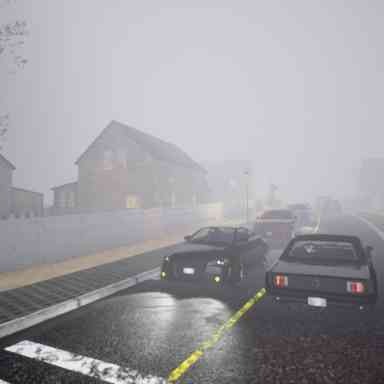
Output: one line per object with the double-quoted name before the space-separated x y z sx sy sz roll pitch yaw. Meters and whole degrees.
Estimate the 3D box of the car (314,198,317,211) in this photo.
"car" 18.267 1.553 46.158 2.150 2.045 5.566 -1 -1 16

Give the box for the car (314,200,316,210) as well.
"car" 12.030 1.826 35.938 2.033 1.411 5.357 -2 -1 20

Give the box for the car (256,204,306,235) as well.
"car" 4.557 1.630 17.468 1.882 1.535 5.008 -2 -1 24

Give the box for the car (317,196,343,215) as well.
"car" 15.347 1.575 36.842 2.097 1.767 4.553 -2 -1 19

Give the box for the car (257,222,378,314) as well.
"car" 3.174 1.630 7.771 1.895 1.301 4.718 -2 -1 27

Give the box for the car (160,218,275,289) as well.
"car" 0.819 1.686 9.631 1.994 1.385 4.181 -2 -1 27

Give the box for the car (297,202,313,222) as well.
"car" 8.351 1.679 26.328 1.882 1.535 5.008 -2 -1 22
